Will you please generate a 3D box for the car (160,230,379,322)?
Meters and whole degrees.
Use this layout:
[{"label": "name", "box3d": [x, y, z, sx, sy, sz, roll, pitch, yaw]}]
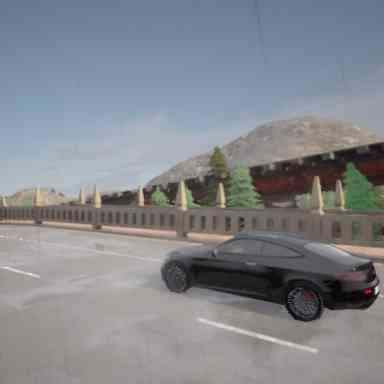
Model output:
[{"label": "car", "box3d": [1.419, 1.568, 7.287, 4.674, 1.442, 1.812, 0, 0, 36]}]
